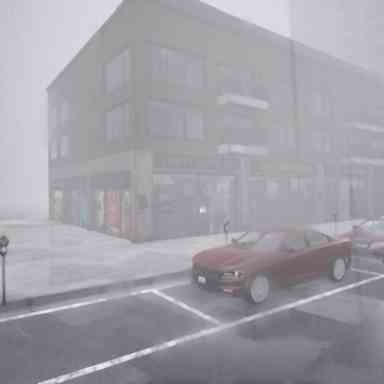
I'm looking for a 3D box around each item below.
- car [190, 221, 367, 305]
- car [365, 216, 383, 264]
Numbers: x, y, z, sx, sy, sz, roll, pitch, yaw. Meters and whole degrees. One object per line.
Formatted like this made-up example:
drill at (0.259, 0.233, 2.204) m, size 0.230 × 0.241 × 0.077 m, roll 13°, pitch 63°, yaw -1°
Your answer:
car at (2.027, 1.498, 7.980) m, size 4.507 × 1.381 × 1.887 m, roll -1°, pitch 0°, yaw -36°
car at (6.523, 1.493, 11.191) m, size 4.206 × 1.307 × 1.802 m, roll -1°, pitch 0°, yaw -36°
